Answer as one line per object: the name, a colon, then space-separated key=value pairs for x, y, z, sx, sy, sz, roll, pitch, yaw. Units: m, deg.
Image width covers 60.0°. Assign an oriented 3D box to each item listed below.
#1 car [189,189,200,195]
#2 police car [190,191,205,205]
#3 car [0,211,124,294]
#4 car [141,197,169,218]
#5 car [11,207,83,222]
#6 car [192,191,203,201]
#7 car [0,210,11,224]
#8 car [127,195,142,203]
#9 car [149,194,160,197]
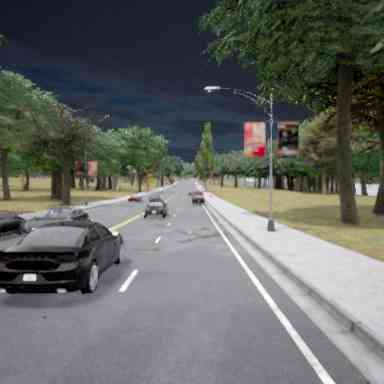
car: x=0.995 y=0.714 z=60.144 sx=2.150 sy=2.045 sz=5.566 roll=0 pitch=1 yaw=0
police car: x=0.992 y=1.083 z=50.232 sx=1.930 sy=1.638 sz=5.238 roll=0 pitch=1 yaw=0
car: x=-3.147 y=1.514 z=8.925 sx=1.882 sy=1.535 sz=5.008 roll=0 pitch=0 yaw=0
car: x=-3.139 y=1.477 z=29.826 sx=1.812 sy=1.442 sz=4.674 roll=0 pitch=1 yaw=0
car: x=-6.593 y=1.526 z=16.718 sx=2.128 sy=1.511 sz=4.902 roll=0 pitch=0 yaw=0
car: x=0.996 y=0.712 z=66.082 sx=2.097 sy=1.767 sz=4.553 roll=0 pitch=1 yaw=0
car: x=-9.842 y=1.600 z=16.245 sx=1.994 sy=1.385 sz=4.181 roll=0 pitch=0 yaw=0
car: x=-9.777 y=1.149 z=56.976 sx=1.895 sy=1.301 sz=4.718 roll=0 pitch=1 yaw=1
car: x=-6.524 y=1.091 z=58.106 sx=1.994 sy=1.385 sz=4.181 roll=0 pitch=1 yaw=1
